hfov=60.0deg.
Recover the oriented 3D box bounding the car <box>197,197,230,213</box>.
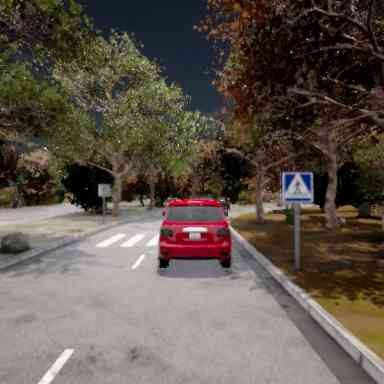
[{"bbox_3d":[2.730,1.552,41.292,2.097,1.767,4.553,-1,-1,32],"label":"car"}]

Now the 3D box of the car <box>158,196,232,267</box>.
[{"bbox_3d":[0.088,1.267,11.666,2.150,2.045,5.566,0,0,0],"label":"car"}]

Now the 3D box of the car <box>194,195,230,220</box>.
[{"bbox_3d":[1.984,1.350,30.667,2.150,2.045,5.566,-1,0,16],"label":"car"}]
